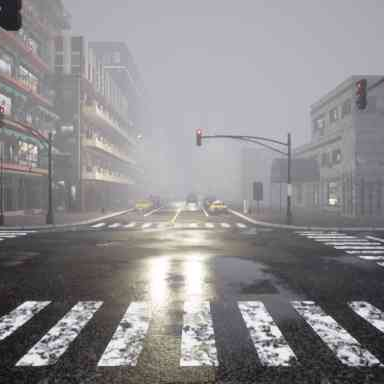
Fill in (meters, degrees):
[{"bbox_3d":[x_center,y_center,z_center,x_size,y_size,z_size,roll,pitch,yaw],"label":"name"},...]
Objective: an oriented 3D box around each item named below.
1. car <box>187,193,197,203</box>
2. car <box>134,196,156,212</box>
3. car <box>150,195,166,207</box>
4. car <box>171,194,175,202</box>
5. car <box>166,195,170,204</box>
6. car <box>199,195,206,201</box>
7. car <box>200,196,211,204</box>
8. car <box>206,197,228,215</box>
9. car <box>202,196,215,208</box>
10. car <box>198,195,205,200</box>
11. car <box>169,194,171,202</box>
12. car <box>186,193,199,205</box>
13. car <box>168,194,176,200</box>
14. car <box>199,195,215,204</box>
[{"bbox_3d":[-0.006,1.182,70.709,2.150,2.045,5.566,0,0,0],"label":"car"},{"bbox_3d":[-5.692,1.549,39.237,1.752,1.417,4.829,0,0,0],"label":"car"},{"bbox_3d":[-5.691,1.351,50.486,2.192,1.841,5.009,0,0,0],"label":"car"},{"bbox_3d":[-5.695,1.628,78.183,1.887,1.381,4.507,0,0,0],"label":"car"},{"bbox_3d":[-5.694,1.603,61.564,2.008,1.369,4.403,0,0,0],"label":"car"},{"bbox_3d":[2.684,1.632,89.432,1.752,1.417,4.829,0,0,0],"label":"car"},{"bbox_3d":[2.687,1.612,67.105,2.008,1.369,4.403,0,0,0],"label":"car"},{"bbox_3d":[2.690,1.544,34.040,1.752,1.417,4.829,0,0,0],"label":"car"},{"bbox_3d":[2.689,1.611,44.948,1.802,1.307,4.206,0,0,0],"label":"car"},{"bbox_3d":[2.683,1.670,94.801,2.008,1.369,4.403,0,0,0],"label":"car"},{"bbox_3d":[-5.694,1.587,66.933,1.752,1.417,4.829,0,0,0],"label":"car"},{"bbox_3d":[-0.005,1.403,60.646,2.097,1.767,4.553,0,0,0],"label":"car"},{"bbox_3d":[-5.696,1.434,94.801,2.192,1.841,5.009,0,0,0],"label":"car"},{"bbox_3d":[2.689,1.351,50.488,2.192,1.841,5.009,0,0,0],"label":"car"}]
